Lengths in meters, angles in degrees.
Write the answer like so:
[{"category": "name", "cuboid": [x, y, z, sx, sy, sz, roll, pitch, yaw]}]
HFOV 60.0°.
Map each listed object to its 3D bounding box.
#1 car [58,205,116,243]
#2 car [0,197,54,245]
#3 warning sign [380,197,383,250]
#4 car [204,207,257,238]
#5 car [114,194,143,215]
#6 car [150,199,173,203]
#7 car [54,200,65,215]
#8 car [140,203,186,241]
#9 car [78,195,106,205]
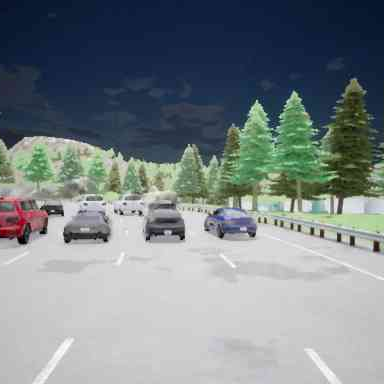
[{"category": "car", "cuboid": [-4.942, 1.573, 16.193, 1.994, 1.385, 4.181, 0, 0, -11]}, {"category": "car", "cuboid": [-8.387, 1.258, 15.573, 2.150, 2.045, 5.566, 0, 0, -11]}, {"category": "warning sign", "cuboid": [7.447, 1.114, 11.447, 1.300, 1.860, 1.060, 0, 0, -6]}, {"category": "car", "cuboid": [1.936, 1.533, 17.492, 1.812, 1.442, 4.674, 0, 0, -11]}, {"category": "car", "cuboid": [-6.462, 1.258, 33.598, 2.150, 2.045, 5.566, 0, 0, -22]}, {"category": "car", "cuboid": [-3.211, 1.485, 34.896, 1.882, 1.535, 5.008, 0, 0, -22]}, {"category": "car", "cuboid": [-12.929, 1.485, 30.918, 1.882, 1.535, 5.008, 0, 0, -22]}, {"category": "car", "cuboid": [-1.503, 1.517, 16.842, 1.837, 1.490, 4.892, 0, 0, -11]}, {"category": "car", "cuboid": [-9.701, 1.258, 32.272, 2.150, 2.045, 5.566, 0, 0, -22]}]
